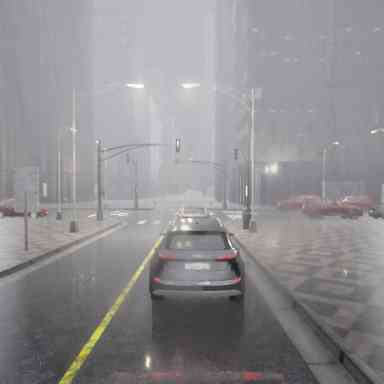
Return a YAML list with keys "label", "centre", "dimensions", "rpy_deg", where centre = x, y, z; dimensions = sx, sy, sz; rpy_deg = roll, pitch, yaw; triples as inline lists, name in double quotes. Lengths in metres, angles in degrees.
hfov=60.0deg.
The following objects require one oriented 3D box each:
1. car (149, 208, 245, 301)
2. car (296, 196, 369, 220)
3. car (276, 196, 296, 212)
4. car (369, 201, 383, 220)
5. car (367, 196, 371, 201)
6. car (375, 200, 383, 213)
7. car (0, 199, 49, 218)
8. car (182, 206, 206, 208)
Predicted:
- label: "car"
  centre: [0.118, 1.428, 8.334]
  dimensions: [2.033, 1.649, 4.856]
  rpy_deg: [0, 0, 0]
- label: "car"
  centre: [12.156, 1.463, 29.115]
  dimensions: [5.009, 1.841, 2.192]
  rpy_deg: [0, 1, 0]
- label: "car"
  centre: [12.151, 1.325, 37.639]
  dimensions: [5.009, 1.841, 2.192]
  rpy_deg: [0, 1, 0]
- label: "car"
  centre: [17.798, 1.742, 29.128]
  dimensions: [4.313, 1.339, 1.947]
  rpy_deg: [0, 1, 0]
- label: "car"
  centre: [17.794, 1.353, 37.649]
  dimensions: [5.009, 1.841, 2.192]
  rpy_deg: [0, 1, 0]
- label: "car"
  centre: [23.435, 1.634, 37.662]
  dimensions: [4.313, 1.339, 1.947]
  rpy_deg: [0, 1, 0]
- label: "car"
  centre: [-14.886, 1.567, 29.068]
  dimensions: [4.507, 1.381, 1.887]
  rpy_deg: [0, 1, 0]
- label: "car"
  centre: [0.100, 1.509, 17.959]
  dimensions: [1.837, 1.490, 4.892]
  rpy_deg: [0, 0, -1]
